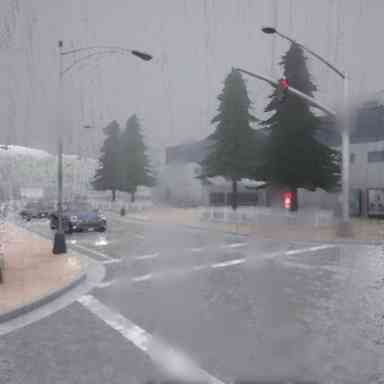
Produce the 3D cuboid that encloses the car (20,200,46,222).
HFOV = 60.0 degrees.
[{"bbox_3d":[-12.684,1.600,27.251,1.994,1.385,4.181,0,0,-37],"label":"car"}]

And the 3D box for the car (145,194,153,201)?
[{"bbox_3d":[-9.147,1.265,82.334,1.932,1.855,4.605,0,0,-37],"label":"car"}]

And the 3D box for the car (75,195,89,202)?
[{"bbox_3d":[-26.178,1.493,79.085,1.970,1.475,3.806,0,0,-37],"label":"car"}]

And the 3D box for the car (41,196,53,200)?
[{"bbox_3d":[-17.771,1.596,40.047,2.033,1.411,5.357,0,0,-37],"label":"car"}]

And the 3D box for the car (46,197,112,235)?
[{"bbox_3d":[-6.635,1.389,19.266,2.097,1.767,4.553,0,0,-37],"label":"car"}]

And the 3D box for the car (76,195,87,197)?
[{"bbox_3d":[-24.141,1.471,71.352,1.845,1.501,3.633,0,0,-37],"label":"car"}]
